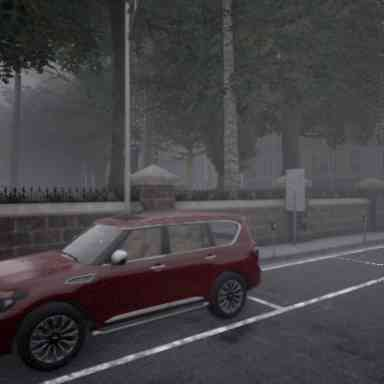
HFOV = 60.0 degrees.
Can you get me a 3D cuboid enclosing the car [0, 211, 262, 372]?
[{"bbox_3d":[-0.954,1.318,5.853,5.009,1.841,2.192,0,0,-35],"label":"car"}]
